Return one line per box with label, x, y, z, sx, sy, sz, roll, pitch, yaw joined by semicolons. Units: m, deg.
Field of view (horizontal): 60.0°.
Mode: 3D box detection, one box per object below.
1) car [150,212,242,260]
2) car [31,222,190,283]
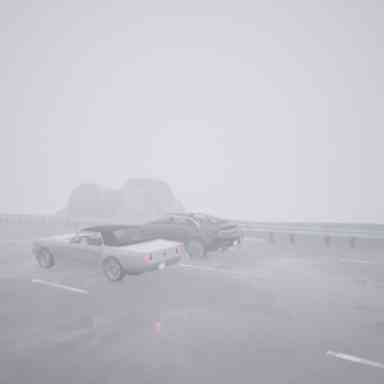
car;-0.543;1.529;12.625;4.902;1.511;2.128;-1;0;33
car;-2.637;1.645;9.841;4.718;1.301;1.895;-1;0;33
